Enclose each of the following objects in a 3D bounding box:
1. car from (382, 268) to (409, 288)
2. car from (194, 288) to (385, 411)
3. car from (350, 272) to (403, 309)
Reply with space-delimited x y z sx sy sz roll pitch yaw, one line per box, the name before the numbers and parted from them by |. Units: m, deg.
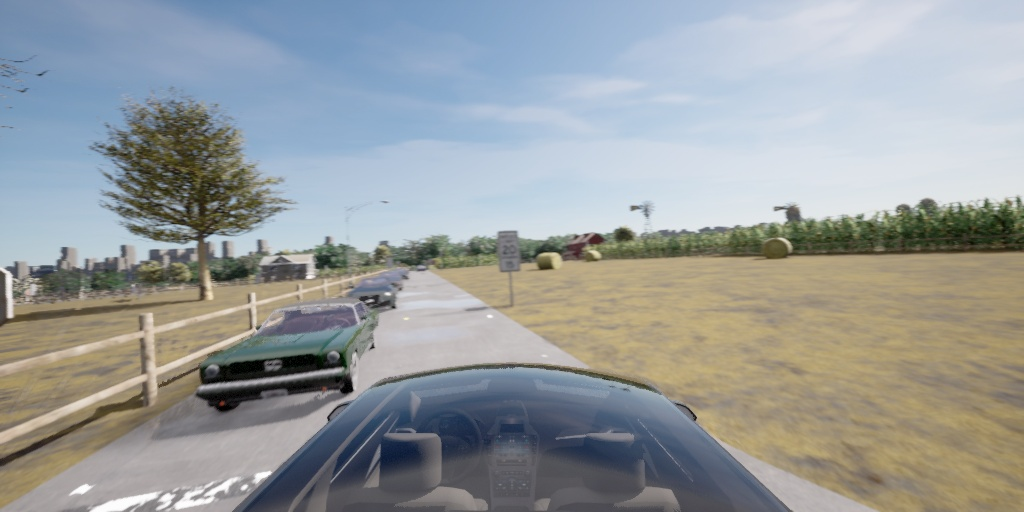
car | -8.954 1.845 26.477 2.033 1.411 5.357 -3 0 -15
car | -3.753 1.568 6.918 1.895 1.301 4.718 -3 0 -15
car | -6.304 1.685 16.488 1.994 1.385 4.181 -3 0 -15
